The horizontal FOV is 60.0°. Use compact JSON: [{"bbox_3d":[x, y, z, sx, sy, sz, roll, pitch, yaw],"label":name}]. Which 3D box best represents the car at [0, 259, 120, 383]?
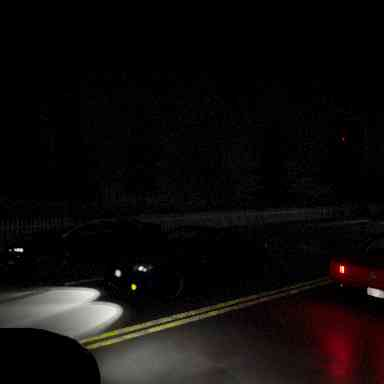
[{"bbox_3d":[-2.819,1.526,1.759,4.674,1.442,1.812,0,0,-36],"label":"car"}]

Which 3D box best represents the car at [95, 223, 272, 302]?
[{"bbox_3d":[0.034,1.564,8.320,4.181,1.385,1.994,0,0,-36],"label":"car"}]

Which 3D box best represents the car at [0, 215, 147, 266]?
[{"bbox_3d":[-3.176,1.491,10.330,4.902,1.511,2.128,0,0,-36],"label":"car"}]

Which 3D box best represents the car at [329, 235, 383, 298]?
[{"bbox_3d":[5.254,1.601,7.519,4.718,1.301,1.895,0,0,-35],"label":"car"}]
